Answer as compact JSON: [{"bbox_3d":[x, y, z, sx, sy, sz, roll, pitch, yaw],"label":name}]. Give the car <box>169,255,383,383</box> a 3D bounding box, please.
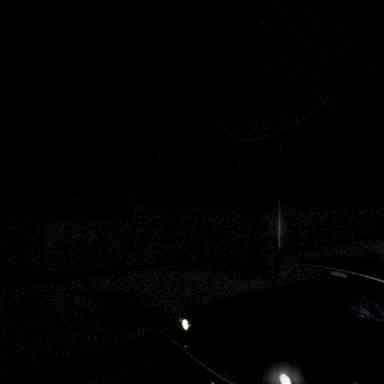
[{"bbox_3d":[2.078,1.663,4.565,4.718,1.301,1.895,1,-1,-36],"label":"car"}]
